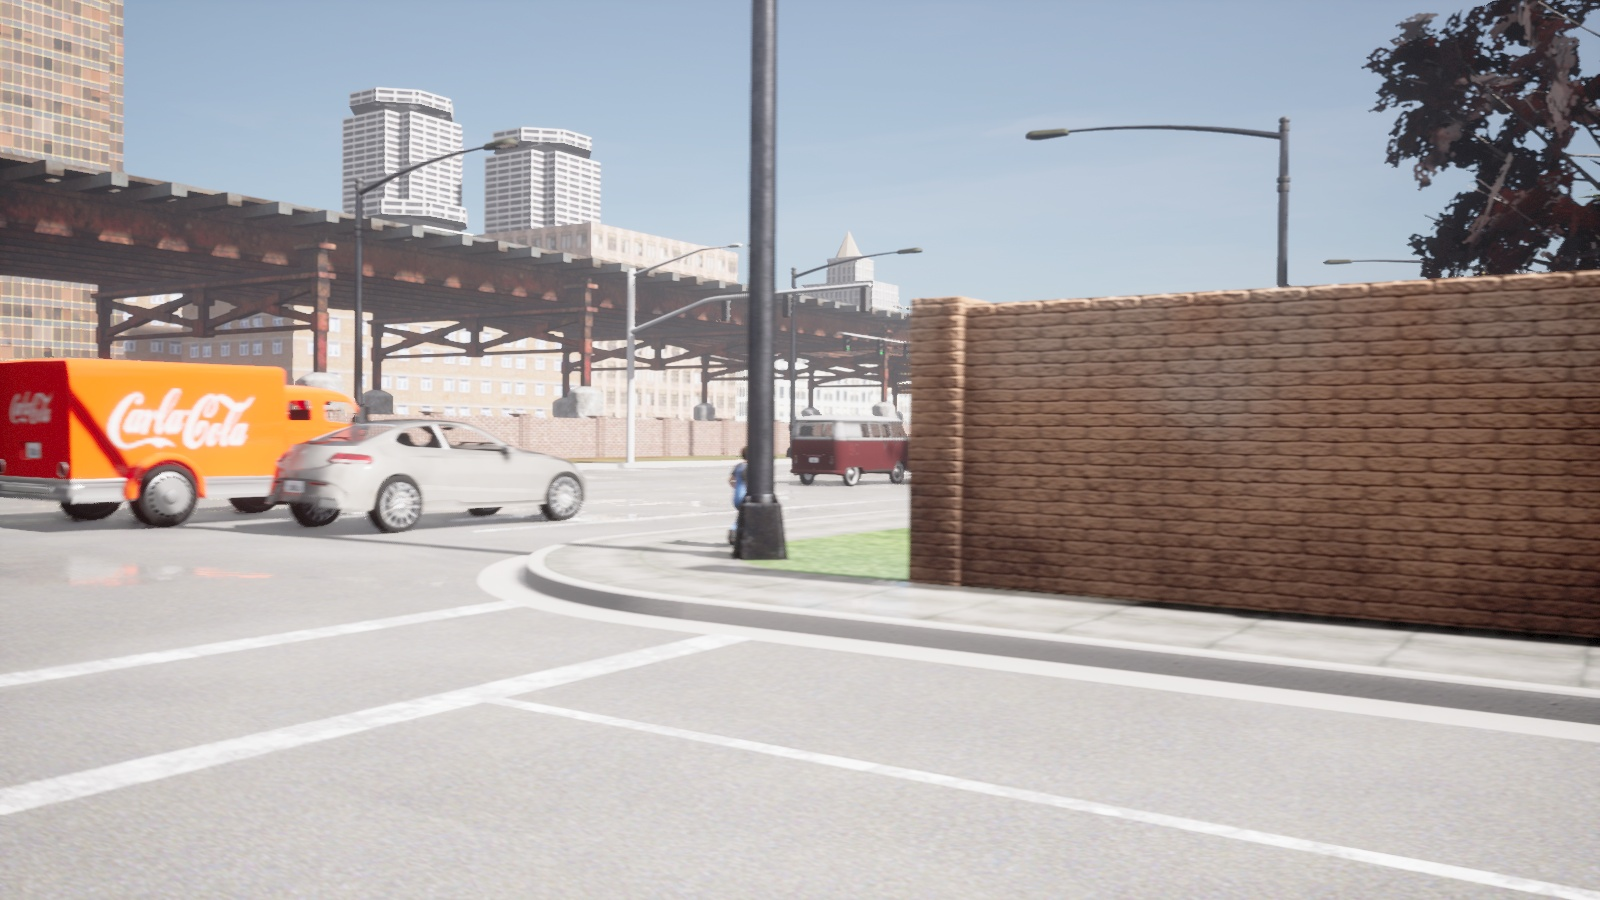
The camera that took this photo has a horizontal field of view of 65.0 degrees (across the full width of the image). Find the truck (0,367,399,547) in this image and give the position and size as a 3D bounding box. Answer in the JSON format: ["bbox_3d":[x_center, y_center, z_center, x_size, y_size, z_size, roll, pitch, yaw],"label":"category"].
[{"bbox_3d":[-9.426,0.056,20.050,2.627,2.467,5.204,0,1,34],"label":"truck"}]

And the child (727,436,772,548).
[{"bbox_3d":[-0.574,0.475,14.404,0.270,1.263,0.437,0,1,44],"label":"child"}]

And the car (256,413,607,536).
[{"bbox_3d":[-5.547,0.292,19.621,2.152,1.651,5.027,0,1,34],"label":"car"}]

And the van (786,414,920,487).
[{"bbox_3d":[1.605,-0.025,36.252,1.775,1.987,4.442,0,1,34],"label":"van"}]
